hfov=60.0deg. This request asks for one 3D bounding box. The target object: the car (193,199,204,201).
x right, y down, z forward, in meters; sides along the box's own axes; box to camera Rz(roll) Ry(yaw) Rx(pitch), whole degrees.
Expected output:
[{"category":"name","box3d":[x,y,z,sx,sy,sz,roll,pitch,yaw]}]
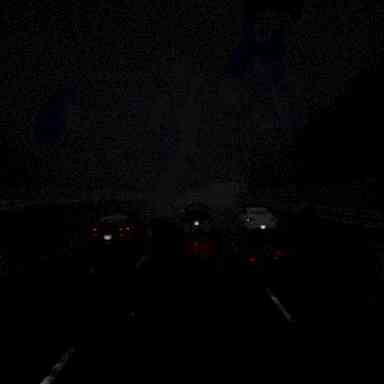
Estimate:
[{"category":"car","box3d":[0.829,1.669,41.328,1.882,1.535,5.008,0,-1,2]}]

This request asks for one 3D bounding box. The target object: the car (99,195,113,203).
[{"category":"car","box3d":[-18.737,1.696,73.591,2.150,2.045,5.566,0,-1,4]}]

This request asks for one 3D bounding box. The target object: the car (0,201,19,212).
[{"category":"car","box3d":[-17.204,1.604,30.116,1.882,1.535,5.008,0,0,2]}]

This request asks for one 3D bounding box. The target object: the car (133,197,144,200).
[{"category":"car","box3d":[-11.749,1.830,73.196,2.097,1.767,4.553,0,-1,4]}]

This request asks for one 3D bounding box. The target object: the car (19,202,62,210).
[{"category":"car","box3d":[-13.677,1.680,31.472,2.033,1.411,5.357,0,0,2]}]

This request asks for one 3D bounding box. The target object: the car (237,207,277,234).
[{"category":"car","box3d":[3.779,1.620,19.796,1.812,1.442,4.674,0,0,1]}]

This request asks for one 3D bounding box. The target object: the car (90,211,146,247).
[{"category":"car","box3d":[-3.287,1.603,15.388,1.812,1.442,4.674,0,0,1]}]

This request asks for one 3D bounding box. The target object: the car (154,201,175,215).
[{"category":"car","box3d":[-2.863,1.702,35.428,2.033,1.411,5.357,0,0,2]}]

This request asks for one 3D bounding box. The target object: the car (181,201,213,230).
[{"category":"car","box3d":[0.320,1.609,22.121,1.837,1.490,4.892,0,0,1]}]

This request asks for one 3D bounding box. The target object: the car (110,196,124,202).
[{"category":"car","box3d":[-15.377,2.009,71.160,1.994,1.385,4.181,0,-1,3]}]
